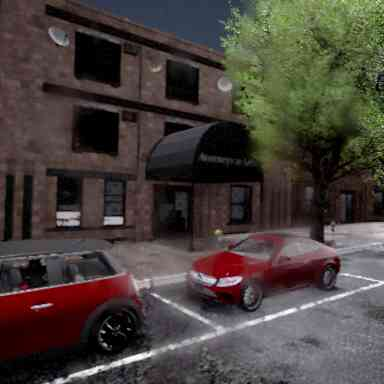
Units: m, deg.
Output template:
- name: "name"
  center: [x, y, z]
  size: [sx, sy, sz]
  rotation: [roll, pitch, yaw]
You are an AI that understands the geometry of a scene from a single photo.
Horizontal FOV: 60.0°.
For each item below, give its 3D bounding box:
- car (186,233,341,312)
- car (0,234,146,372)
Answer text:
- name: "car"
  center: [1.845, 1.659, 7.816]
  size: [4.206, 1.307, 1.802]
  rotation: [1, 1, -35]
- name: "car"
  center: [-2.782, 1.444, 4.515]
  size: [4.097, 1.590, 1.967]
  rotation: [1, 1, -35]
